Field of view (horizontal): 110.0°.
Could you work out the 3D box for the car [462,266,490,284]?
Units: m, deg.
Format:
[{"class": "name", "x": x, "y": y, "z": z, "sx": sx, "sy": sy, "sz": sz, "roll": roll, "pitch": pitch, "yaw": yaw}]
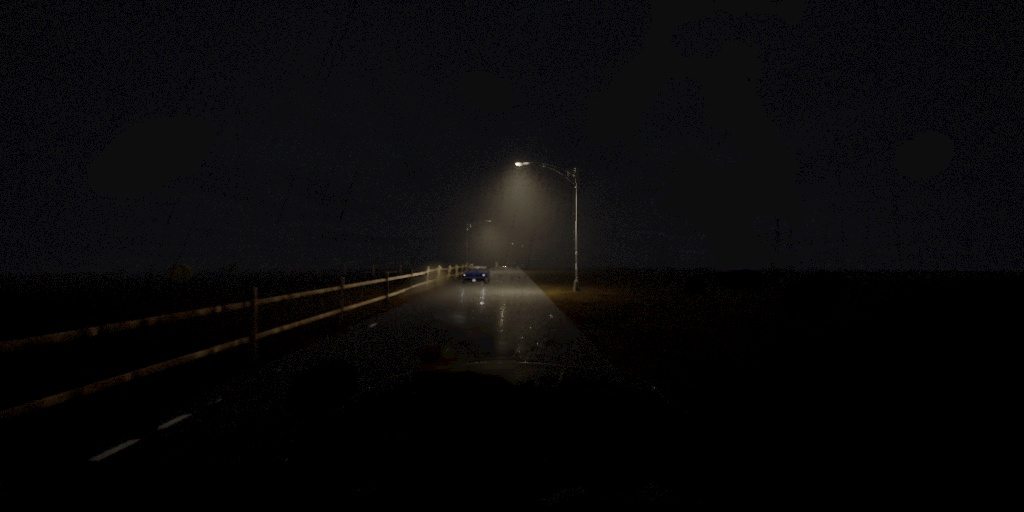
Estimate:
[{"class": "car", "x": -2.807, "y": 1.514, "z": 28.846, "sx": 1.895, "sy": 1.301, "sz": 4.718, "roll": 0, "pitch": 0, "yaw": 0}]
